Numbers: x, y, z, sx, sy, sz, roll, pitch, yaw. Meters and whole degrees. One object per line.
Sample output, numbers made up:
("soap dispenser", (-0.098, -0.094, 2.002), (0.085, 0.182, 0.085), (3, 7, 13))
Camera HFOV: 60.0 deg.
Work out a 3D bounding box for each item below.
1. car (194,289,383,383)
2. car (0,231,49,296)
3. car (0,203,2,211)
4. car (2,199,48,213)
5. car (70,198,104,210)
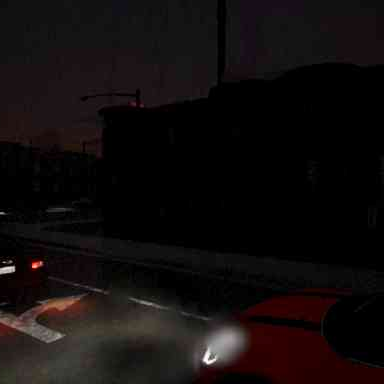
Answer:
("car", (2.214, 1.352, 2.418), (4.553, 1.767, 2.097), (0, 0, 36))
("car", (-5.535, 1.547, 7.918), (5.357, 1.411, 2.033), (0, 0, 38))
("car", (-20.890, 1.547, 39.817), (2.033, 1.411, 5.357), (0, 0, 36))
("car", (-18.377, 1.564, 37.307), (1.994, 1.385, 4.181), (0, 0, 36))
("car", (-13.306, 1.601, 44.385), (1.895, 1.301, 4.718), (0, 0, 36))
